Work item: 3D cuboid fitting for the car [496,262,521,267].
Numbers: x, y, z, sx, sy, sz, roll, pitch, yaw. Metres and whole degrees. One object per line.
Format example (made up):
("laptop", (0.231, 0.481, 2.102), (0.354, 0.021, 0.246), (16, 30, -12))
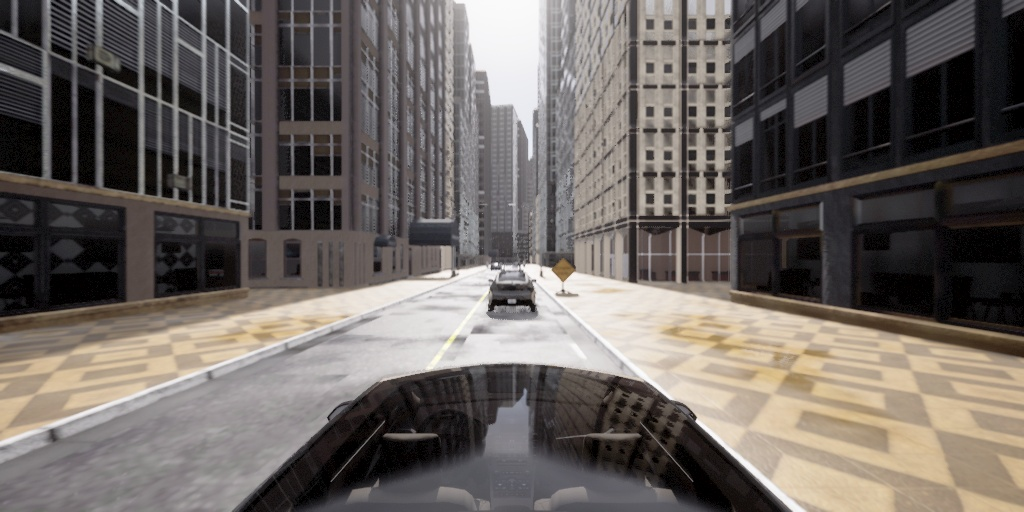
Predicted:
("car", (0.019, 1.539, 30.352), (2.128, 1.511, 4.902), (0, 0, 0))

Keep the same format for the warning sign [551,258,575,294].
("warning sign", (2.716, 1.043, 19.165), (1.300, 1.860, 1.060), (0, 0, 0))

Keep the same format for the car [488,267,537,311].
("car", (0.020, 1.395, 15.350), (1.837, 1.490, 4.892), (0, 0, 1))
